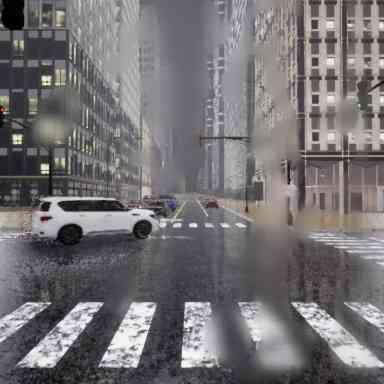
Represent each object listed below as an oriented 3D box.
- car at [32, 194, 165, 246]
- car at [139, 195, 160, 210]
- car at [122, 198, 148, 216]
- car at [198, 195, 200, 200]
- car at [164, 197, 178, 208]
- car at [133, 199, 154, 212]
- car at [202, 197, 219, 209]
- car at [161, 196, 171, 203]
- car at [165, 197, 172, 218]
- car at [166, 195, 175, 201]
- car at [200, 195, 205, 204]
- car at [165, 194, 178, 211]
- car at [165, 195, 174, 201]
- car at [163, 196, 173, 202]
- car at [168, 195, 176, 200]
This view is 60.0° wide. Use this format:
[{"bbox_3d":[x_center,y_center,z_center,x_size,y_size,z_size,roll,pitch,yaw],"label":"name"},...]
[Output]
[{"bbox_3d":[-4.338,1.229,15.457,5.566,2.045,2.150,0,1,-34],"label":"car"},{"bbox_3d":[-5.695,1.332,44.896,2.192,1.841,5.009,1,0,0],"label":"car"},{"bbox_3d":[-5.691,1.453,33.745,1.967,1.590,4.097,1,0,0],"label":"car"},{"bbox_3d":[2.672,1.590,61.695,1.947,1.339,4.313,1,0,0],"label":"car"},{"bbox_3d":[-3.114,1.524,50.864,1.837,1.490,4.892,0,0,0],"label":"car"},{"bbox_3d":[-5.697,1.597,39.320,1.802,1.307,4.206,1,0,0],"label":"car"},{"bbox_3d":[2.680,1.599,44.962,1.802,1.307,4.206,1,0,0],"label":"car"},{"bbox_3d":[-5.714,1.573,72.771,1.887,1.381,4.507,1,0,0],"label":"car"},{"bbox_3d":[-3.116,1.516,30.428,1.837,1.490,4.892,0,0,0],"label":"car"},{"bbox_3d":[-5.722,1.586,89.497,2.008,1.369,4.403,1,0,0],"label":"car"},{"bbox_3d":[2.676,1.547,56.288,1.752,1.417,4.829,1,0,0],"label":"car"},{"bbox_3d":[-3.116,1.237,40.456,2.150,2.045,5.566,0,0,0],"label":"car"},{"bbox_3d":[-5.720,1.578,83.922,1.887,1.381,4.507,1,0,0],"label":"car"},{"bbox_3d":[-5.716,1.581,78.346,2.008,1.369,4.403,1,0,0],"label":"car"},{"bbox_3d":[-5.726,1.604,95.072,1.947,1.339,4.313,1,0,0],"label":"car"}]
